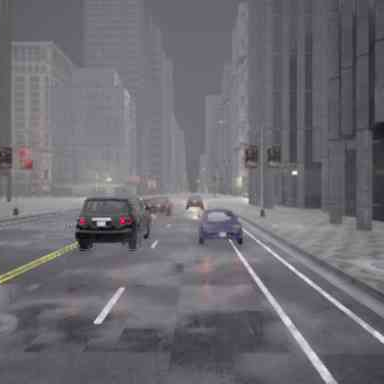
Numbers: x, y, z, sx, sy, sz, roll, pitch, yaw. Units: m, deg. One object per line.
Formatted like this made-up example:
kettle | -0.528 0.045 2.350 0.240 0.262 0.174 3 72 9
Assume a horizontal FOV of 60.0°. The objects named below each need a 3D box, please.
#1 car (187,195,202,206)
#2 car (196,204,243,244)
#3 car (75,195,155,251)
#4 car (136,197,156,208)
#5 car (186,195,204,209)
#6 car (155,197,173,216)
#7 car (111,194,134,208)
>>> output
car | 0.409 1.303 51.349 2.128 1.511 4.902 0 0 1
car | 1.210 1.470 15.222 1.812 1.442 4.674 0 0 1
car | -3.083 1.169 14.068 2.150 2.045 5.566 0 0 0
car | -6.224 1.396 45.396 1.994 1.385 4.181 0 0 1
car | 0.357 1.201 41.304 2.097 1.767 4.553 0 0 1
car | -2.926 1.236 31.371 2.097 1.767 4.553 0 0 1
car | -9.469 1.181 45.655 2.097 1.767 4.553 0 0 1
